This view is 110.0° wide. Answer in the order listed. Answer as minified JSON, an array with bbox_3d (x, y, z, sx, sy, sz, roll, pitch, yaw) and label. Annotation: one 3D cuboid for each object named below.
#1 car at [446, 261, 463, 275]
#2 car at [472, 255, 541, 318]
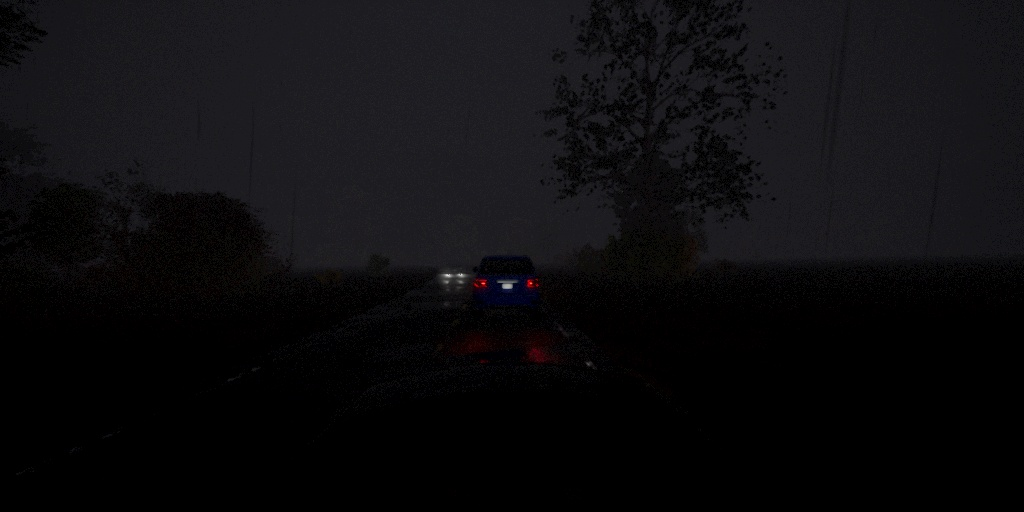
[{"bbox_3d":[-6.710,1.359,41.828,1.812,1.442,4.674,0,0,-10],"label":"car"},{"bbox_3d":[-0.272,0.980,13.182,2.150,2.045,5.566,0,0,-3],"label":"car"}]
